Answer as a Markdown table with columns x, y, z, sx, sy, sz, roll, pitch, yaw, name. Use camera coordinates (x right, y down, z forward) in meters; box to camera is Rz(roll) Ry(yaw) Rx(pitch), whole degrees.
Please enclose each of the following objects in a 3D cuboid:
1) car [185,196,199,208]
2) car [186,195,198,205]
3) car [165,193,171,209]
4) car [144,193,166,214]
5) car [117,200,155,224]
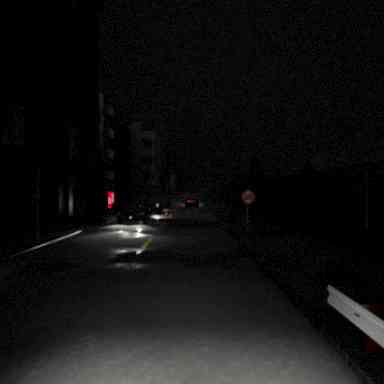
| x | y | z | sx | sy | sz | roll | pitch | yaw | name |
| --- | --- | --- | --- | --- | --- | --- | --- | --- | --- |
| -0.023 | 1.387 | 44.766 | 2.128 | 1.511 | 4.902 | 0 | 0 | 0 | car |
| -0.030 | 1.349 | 55.186 | 1.882 | 1.535 | 5.008 | 0 | 0 | 0 | car |
| -4.057 | 1.118 | 44.484 | 2.150 | 2.045 | 5.566 | 0 | 0 | 0 | car |
| -4.104 | 1.273 | 33.909 | 2.097 | 1.767 | 4.553 | 0 | 0 | 0 | car |
| -4.108 | 1.507 | 24.179 | 1.994 | 1.385 | 4.181 | 0 | 0 | 0 | car |
